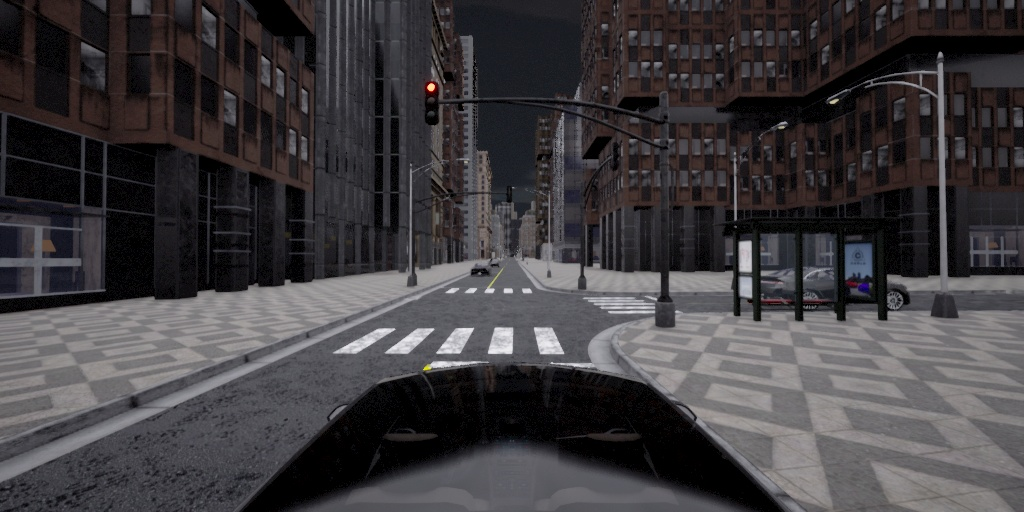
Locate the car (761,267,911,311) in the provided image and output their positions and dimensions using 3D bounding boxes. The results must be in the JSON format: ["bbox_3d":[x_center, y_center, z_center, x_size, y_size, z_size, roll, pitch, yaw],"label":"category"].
[{"bbox_3d":[11.518,1.143,13.103,4.902,1.511,2.128,0,-1,0],"label":"car"}]

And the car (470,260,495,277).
[{"bbox_3d":[-3.054,1.353,36.026,1.895,1.301,4.718,0,0,0],"label":"car"}]

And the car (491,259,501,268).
[{"bbox_3d":[-2.949,1.262,59.799,1.837,1.490,4.892,0,-1,1],"label":"car"}]
